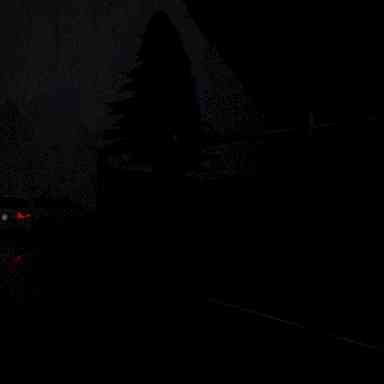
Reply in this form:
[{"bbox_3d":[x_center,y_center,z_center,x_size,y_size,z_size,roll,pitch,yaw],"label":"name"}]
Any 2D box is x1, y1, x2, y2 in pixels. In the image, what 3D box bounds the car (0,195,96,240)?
[{"bbox_3d":[-7.273,1.165,17.053,2.150,2.045,5.566,0,0,19],"label":"car"}]
